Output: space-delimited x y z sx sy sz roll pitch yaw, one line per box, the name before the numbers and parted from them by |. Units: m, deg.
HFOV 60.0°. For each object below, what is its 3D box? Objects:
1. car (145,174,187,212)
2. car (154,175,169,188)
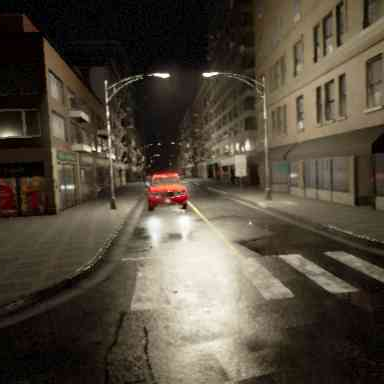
car | -1.565 -0.057 20.147 2.150 2.045 5.566 -3 4 -6
car | -4.279 -1.484 46.542 1.837 1.490 4.892 -3 4 -6
